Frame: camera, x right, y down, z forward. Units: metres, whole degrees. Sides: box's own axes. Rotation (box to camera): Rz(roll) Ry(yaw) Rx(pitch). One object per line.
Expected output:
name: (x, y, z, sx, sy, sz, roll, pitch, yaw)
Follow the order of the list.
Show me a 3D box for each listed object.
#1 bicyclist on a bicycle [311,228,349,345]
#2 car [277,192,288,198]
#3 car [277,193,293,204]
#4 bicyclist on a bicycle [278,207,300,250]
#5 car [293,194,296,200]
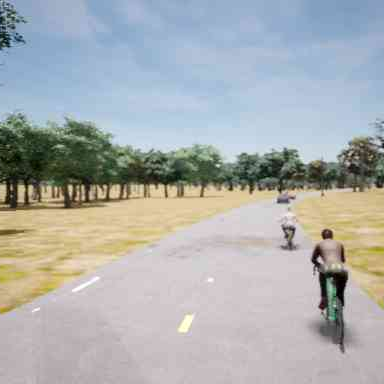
bicyclist on a bicycle: (2.228, 1.433, 5.377, 0.582, 1.620, 1.656, -1, 0, 11)
car: (22.121, 0.821, 80.997, 1.895, 1.301, 4.718, 0, 1, 24)
car: (15.219, 1.116, 55.303, 2.128, 1.511, 4.902, -1, 1, 19)
bicyclist on a bicycle: (3.848, 1.398, 13.165, 0.866, 1.612, 1.509, -1, -1, 12)
car: (21.063, 0.967, 70.912, 1.895, 1.301, 4.718, 0, 1, 23)
